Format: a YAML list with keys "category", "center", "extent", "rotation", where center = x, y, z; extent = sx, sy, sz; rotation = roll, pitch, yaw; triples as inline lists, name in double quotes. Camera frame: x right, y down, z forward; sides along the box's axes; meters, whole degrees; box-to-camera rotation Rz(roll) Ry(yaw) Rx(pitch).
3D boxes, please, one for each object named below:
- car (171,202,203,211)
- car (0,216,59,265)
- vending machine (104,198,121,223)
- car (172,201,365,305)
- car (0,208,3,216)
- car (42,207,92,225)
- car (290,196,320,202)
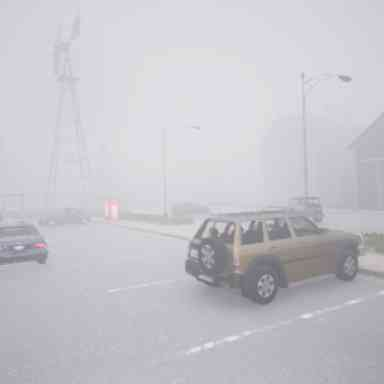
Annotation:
- category: "car"
  center: [-0.082, 1.748, 34.860]
  extent: [4.193, 1.474, 1.816]
  rotation: [-1, 0, -33]
- category: "car"
  center: [-6.605, 1.804, 12.281]
  extent: [2.033, 1.411, 5.357]
  rotation: [-1, 0, -32]
- category: "vending machine"
  center: [-6.893, 1.572, 28.793]
  extent: [1.100, 2.100, 0.880]
  rotation: [-1, 0, -33]
- category: "car"
  center: [2.078, 1.313, 8.092]
  extent: [4.605, 1.855, 1.932]
  rotation: [-1, 0, -33]
- category: "car"
  center: [-16.423, 1.823, 25.591]
  extent: [5.566, 2.045, 2.150]
  rotation: [-2, -1, 43]
- category: "car"
  center: [-10.245, 1.972, 26.884]
  extent: [3.905, 1.438, 1.784]
  rotation: [-1, 0, -33]
- category: "car"
  center: [7.694, 1.278, 23.839]
  extent: [3.866, 1.878, 1.905]
  rotation: [-1, 0, -33]
